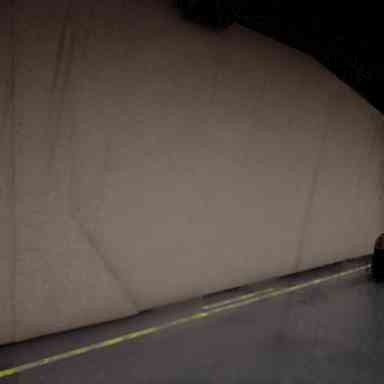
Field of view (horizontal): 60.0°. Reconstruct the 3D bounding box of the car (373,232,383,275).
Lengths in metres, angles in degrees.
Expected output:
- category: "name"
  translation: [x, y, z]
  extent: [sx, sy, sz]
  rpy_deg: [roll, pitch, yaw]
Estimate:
- category: "car"
  translation: [6.990, 1.347, 9.205]
  extent: [4.553, 1.767, 2.097]
  rpy_deg: [0, 0, -37]
